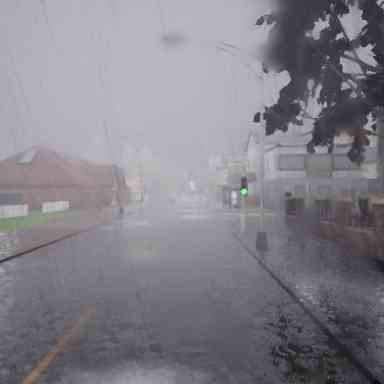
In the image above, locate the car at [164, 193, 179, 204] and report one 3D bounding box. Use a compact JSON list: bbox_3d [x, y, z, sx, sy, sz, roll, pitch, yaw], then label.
[{"bbox_3d":[-4.001,1.315,59.618,2.128,1.511,4.902,0,0,1],"label":"car"}]
